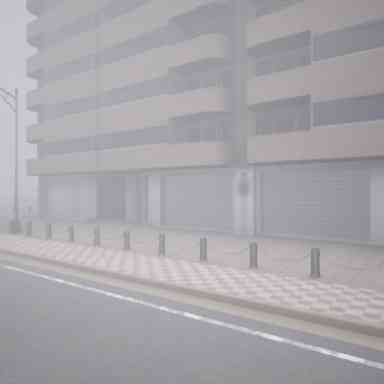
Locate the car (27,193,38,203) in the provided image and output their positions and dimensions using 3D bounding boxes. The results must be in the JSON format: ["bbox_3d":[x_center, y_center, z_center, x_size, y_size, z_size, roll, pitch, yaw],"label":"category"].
[{"bbox_3d":[-32.493,1.450,71.162,1.970,1.475,3.806,0,0,35],"label":"car"}]

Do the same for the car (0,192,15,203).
[{"bbox_3d":[-46.355,1.208,80.825,1.932,1.855,4.605,0,0,35],"label":"car"}]
